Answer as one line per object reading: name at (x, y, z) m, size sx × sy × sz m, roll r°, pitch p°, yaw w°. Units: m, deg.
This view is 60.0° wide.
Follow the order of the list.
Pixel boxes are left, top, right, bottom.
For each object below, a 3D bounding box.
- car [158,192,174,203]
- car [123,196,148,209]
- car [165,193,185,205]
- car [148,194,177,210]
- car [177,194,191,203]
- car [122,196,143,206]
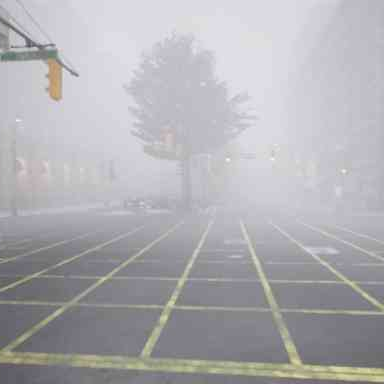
car at (-4.639, 0.993, 60.409) m, size 2.097 × 1.767 × 4.553 m, roll 0°, pitch 0°, yaw 6°
car at (-6.879, 1.283, 40.604) m, size 2.128 × 1.511 × 4.902 m, roll 0°, pitch 0°, yaw 7°
car at (-2.495, 1.230, 48.008) m, size 1.812 × 1.442 × 4.674 m, roll 0°, pitch 0°, yaw 7°
car at (-3.477, 1.332, 39.547) m, size 1.994 × 1.385 × 4.181 m, roll 0°, pitch 0°, yaw 7°
car at (-1.352, 1.131, 58.273) m, size 1.837 × 1.490 × 4.892 m, roll 0°, pitch 0°, yaw 6°
car at (-8.972, 1.338, 50.691) m, size 1.895 × 1.301 × 4.718 m, roll 0°, pitch 0°, yaw 6°
